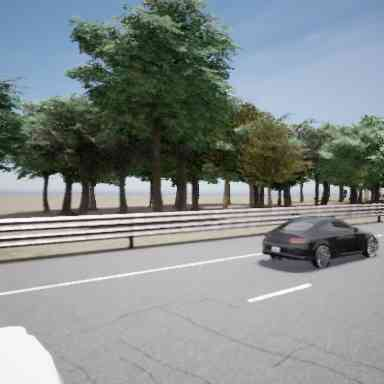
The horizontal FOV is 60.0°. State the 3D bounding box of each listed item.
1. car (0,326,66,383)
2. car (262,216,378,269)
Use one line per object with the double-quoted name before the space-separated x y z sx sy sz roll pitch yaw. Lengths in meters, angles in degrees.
"car" -3.041 1.600 1.577 4.718 1.301 1.895 0 0 -36
"car" 4.347 1.530 11.150 4.674 1.442 1.812 0 0 -36
